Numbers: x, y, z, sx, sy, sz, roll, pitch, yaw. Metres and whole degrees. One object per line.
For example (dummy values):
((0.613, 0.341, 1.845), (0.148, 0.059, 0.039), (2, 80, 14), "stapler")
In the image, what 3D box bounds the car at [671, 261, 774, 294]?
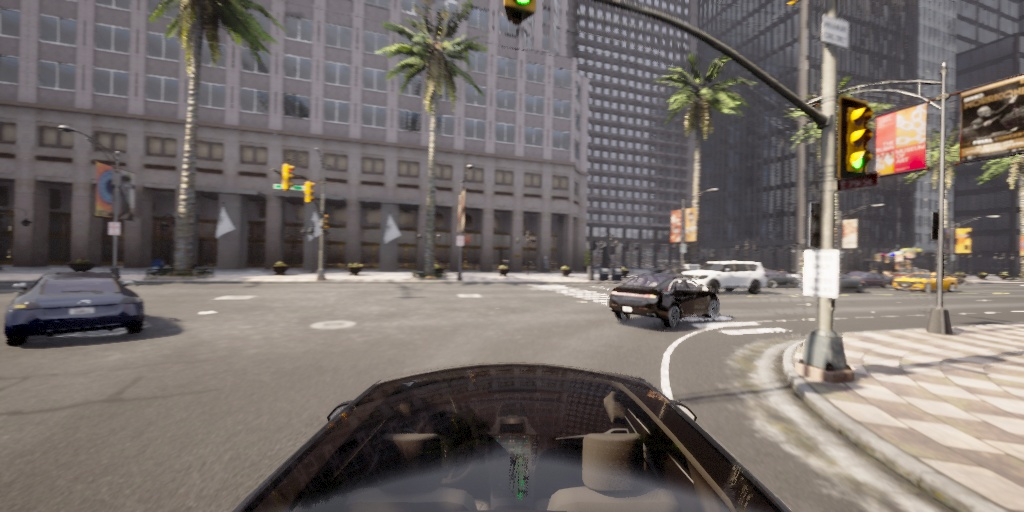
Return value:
((13.411, 1.336, 22.865), (5.566, 2.045, 2.150), (1, 0, -17), "car")

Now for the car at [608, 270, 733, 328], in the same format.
((5.230, 1.389, 12.045), (4.902, 1.511, 2.128), (1, -1, -40), "car")

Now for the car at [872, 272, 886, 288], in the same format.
((31.083, 2.086, 31.743), (5.357, 1.411, 2.033), (1, 0, -16), "car")

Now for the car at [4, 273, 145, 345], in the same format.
((-10.617, 1.093, 8.780), (4.181, 1.385, 1.994), (1, 0, 38), "car")

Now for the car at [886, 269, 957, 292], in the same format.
((32.996, 2.051, 28.662), (5.008, 1.535, 1.882), (1, 0, -17), "car")

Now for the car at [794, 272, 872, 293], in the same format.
((22.973, 1.902, 25.703), (4.181, 1.385, 1.994), (1, 0, -17), "car")

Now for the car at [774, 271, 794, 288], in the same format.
((20.873, 1.863, 28.725), (4.181, 1.385, 1.994), (1, 0, -17), "car")

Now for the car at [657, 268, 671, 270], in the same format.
((11.324, 1.580, 25.897), (4.892, 1.490, 1.837), (1, 0, -17), "car")
